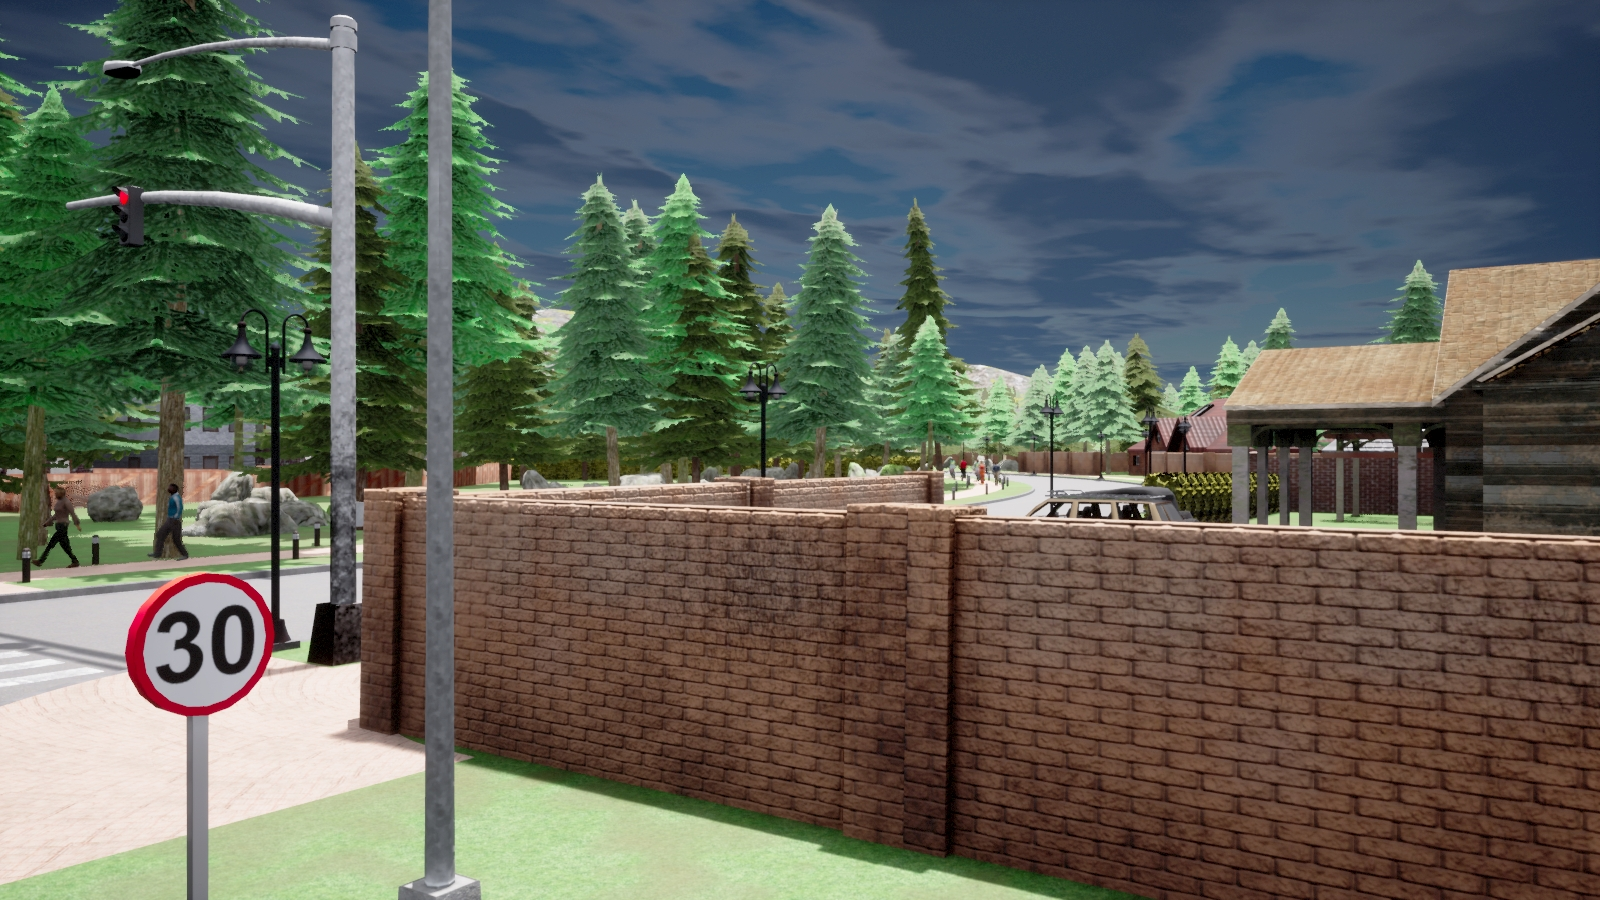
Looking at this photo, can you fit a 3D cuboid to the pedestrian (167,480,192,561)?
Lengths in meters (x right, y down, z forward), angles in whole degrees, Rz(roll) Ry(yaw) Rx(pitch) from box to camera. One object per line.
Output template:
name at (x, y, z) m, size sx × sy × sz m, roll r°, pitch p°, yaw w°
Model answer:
pedestrian at (-14.503, 1.646, 26.717) m, size 0.375 × 1.860 × 0.375 m, roll 0°, pitch 0°, yaw 34°

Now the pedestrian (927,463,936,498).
pedestrian at (7.153, 1.645, 62.093) m, size 0.375 × 1.860 × 0.375 m, roll 0°, pitch 0°, yaw 27°

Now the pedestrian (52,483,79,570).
pedestrian at (-15.958, 1.647, 24.819) m, size 0.375 × 1.860 × 0.375 m, roll 0°, pitch 0°, yaw 36°
